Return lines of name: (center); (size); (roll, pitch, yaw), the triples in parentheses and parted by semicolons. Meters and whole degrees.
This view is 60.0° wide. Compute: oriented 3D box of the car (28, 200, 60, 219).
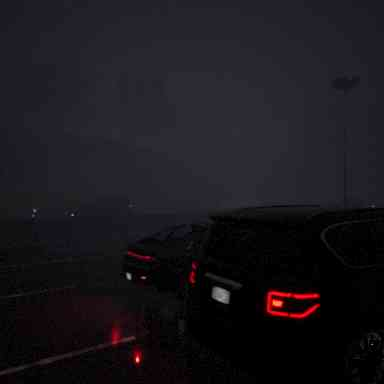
car: (-12.007, 1.529, 29.562); (4.553, 1.767, 2.097); (0, 0, -35)

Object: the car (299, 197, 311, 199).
car: (19.352, 1.599, 57.342); (1.812, 1.442, 4.674); (0, 0, 42)

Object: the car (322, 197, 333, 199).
car: (22.781, 1.573, 55.943); (1.812, 1.442, 4.674); (0, 0, 41)

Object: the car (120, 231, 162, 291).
car: (0.682, 1.518, 8.265); (4.902, 1.511, 2.128); (0, 0, -34)

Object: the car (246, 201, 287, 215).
car: (8.147, 1.674, 36.260); (4.718, 1.301, 1.895); (0, 0, -41)

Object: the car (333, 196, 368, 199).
car: (20.683, 1.371, 43.370); (2.097, 1.767, 4.553); (-1, 0, 45)

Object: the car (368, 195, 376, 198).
car: (36.469, 1.497, 67.961); (1.837, 1.490, 4.892); (0, 0, 35)

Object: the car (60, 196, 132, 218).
car: (-7.813, 1.370, 28.193); (5.566, 2.045, 2.150); (0, 0, -36)

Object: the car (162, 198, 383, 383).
car: (2.527, 1.227, 5.231); (5.566, 2.045, 2.150); (0, 0, -35)
